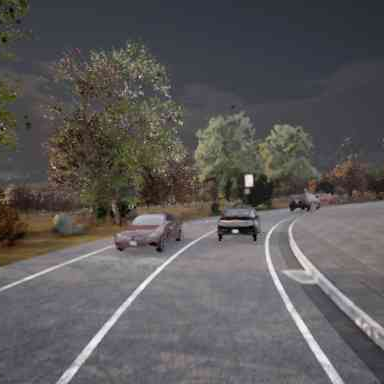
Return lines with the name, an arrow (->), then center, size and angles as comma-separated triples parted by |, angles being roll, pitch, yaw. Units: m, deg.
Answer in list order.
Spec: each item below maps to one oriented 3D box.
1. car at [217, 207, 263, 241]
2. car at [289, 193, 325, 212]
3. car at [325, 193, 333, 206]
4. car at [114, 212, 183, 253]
car -> 2.504, 1.505, 16.911 | 2.128, 1.511, 4.902 | -2, 0, 15
car -> 12.931, 1.141, 37.945 | 2.150, 2.045, 5.566 | -4, -2, 37
car -> 18.711, 1.194, 49.078 | 5.566, 2.045, 2.150 | -1, -3, -41
car -> -1.653, 1.596, 14.297 | 1.812, 1.442, 4.674 | -1, -1, 12
